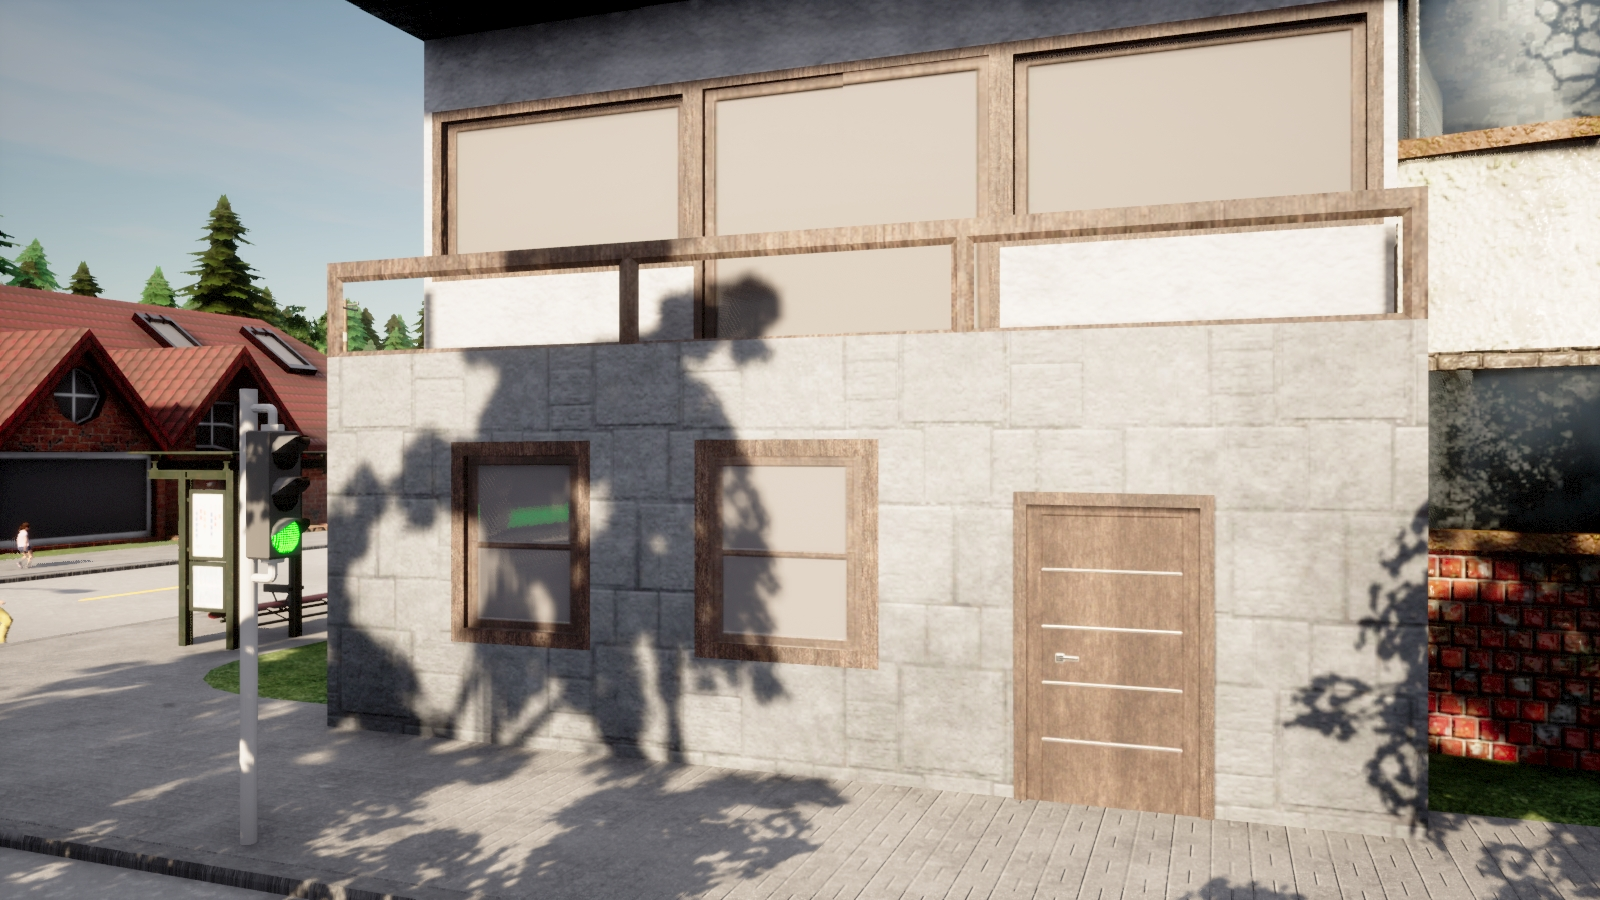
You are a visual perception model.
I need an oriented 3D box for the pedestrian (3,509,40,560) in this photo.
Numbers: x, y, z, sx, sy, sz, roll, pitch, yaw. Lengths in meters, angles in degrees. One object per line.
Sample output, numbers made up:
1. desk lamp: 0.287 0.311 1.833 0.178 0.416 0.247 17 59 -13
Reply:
1. pedestrian: -17.653 1.905 25.901 0.500 1.100 0.500 0 0 24
